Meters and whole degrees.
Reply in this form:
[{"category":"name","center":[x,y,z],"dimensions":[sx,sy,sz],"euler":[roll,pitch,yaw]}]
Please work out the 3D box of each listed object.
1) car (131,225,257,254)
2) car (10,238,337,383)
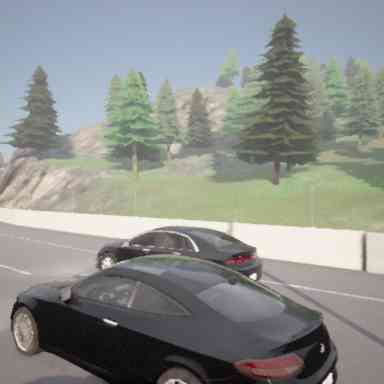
[{"category":"car","center":[-0.567,1.652,8.875],"dimensions":[4.892,1.490,1.837],"euler":[0,-1,38]},{"category":"car","center":[-0.592,1.600,4.474],"dimensions":[4.674,1.442,1.812],"euler":[0,-1,37]}]
